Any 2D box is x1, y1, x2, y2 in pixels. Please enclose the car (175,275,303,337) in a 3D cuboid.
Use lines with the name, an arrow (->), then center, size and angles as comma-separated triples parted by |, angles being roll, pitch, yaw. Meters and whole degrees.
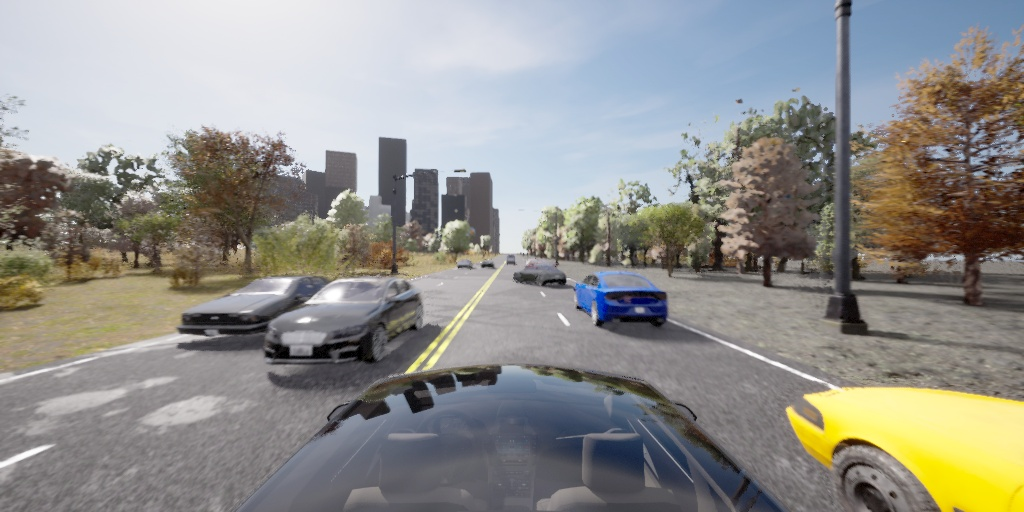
car -> -6.606, 1.283, 10.544 | 2.033, 1.411, 5.357 | 0, 0, 0

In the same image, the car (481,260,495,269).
car -> -3.436, 1.216, 51.728 | 1.895, 1.301, 4.718 | 0, 0, 0

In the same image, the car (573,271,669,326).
car -> 3.242, 1.207, 11.587 | 1.882, 1.535, 5.008 | 0, 0, 0

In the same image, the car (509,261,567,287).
car -> 1.825, 1.261, 24.484 | 1.994, 1.385, 4.181 | 0, 0, -31

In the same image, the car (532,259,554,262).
car -> 3.175, 1.144, 33.594 | 1.882, 1.535, 5.008 | 0, 0, 0

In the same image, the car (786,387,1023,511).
car -> 3.253, 1.201, 0.758 | 1.801, 1.575, 5.366 | 0, 0, 0

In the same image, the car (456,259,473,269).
car -> -6.691, 1.163, 51.519 | 2.033, 1.411, 5.357 | 0, 0, 0

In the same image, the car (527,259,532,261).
car -> 3.138, 1.113, 44.598 | 1.882, 1.535, 5.008 | 0, 0, 0

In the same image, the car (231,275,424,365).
car -> -3.354, 1.232, 8.147 | 2.128, 1.511, 4.902 | 0, 0, 0
